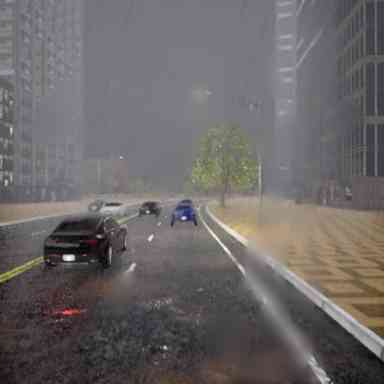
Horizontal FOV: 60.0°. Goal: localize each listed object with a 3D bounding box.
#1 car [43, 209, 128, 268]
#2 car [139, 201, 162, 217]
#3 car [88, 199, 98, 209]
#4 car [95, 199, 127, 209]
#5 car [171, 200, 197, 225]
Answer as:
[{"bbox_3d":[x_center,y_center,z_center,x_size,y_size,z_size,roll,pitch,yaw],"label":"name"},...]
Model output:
[{"bbox_3d":[-3.407,1.534,11.404,1.837,1.490,4.892,0,0,-2],"label":"car"},{"bbox_3d":[-3.950,1.603,31.936,1.812,1.442,4.674,0,0,0],"label":"car"},{"bbox_3d":[-10.589,1.596,38.650,2.128,1.511,4.902,0,0,1],"label":"car"},{"bbox_3d":[-7.380,1.607,31.494,1.812,1.442,4.674,0,0,0],"label":"car"},{"bbox_3d":[-0.594,1.581,24.629,1.812,1.442,4.674,0,0,-2],"label":"car"}]
